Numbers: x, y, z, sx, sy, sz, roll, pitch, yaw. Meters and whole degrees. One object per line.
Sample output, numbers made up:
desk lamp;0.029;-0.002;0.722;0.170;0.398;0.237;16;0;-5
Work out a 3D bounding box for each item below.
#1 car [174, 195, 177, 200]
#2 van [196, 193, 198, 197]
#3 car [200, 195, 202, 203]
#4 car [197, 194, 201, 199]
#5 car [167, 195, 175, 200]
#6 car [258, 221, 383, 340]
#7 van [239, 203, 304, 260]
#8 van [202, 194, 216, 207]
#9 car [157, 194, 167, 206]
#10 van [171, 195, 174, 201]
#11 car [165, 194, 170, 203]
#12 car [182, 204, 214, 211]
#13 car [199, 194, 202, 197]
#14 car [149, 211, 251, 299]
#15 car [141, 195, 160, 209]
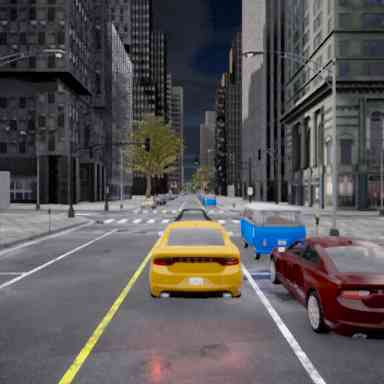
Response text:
car;-5.755;1.589;87.024;1.947;1.339;4.313;0;0;0
van;2.771;1.371;93.415;1.690;1.788;3.998;0;0;0
car;2.769;1.565;55.521;1.947;1.339;4.313;0;0;0
car;2.770;1.560;71.761;2.008;1.369;4.403;0;0;0
car;-5.755;1.554;92.144;1.752;1.417;4.829;0;0;0
car;2.781;1.542;6.599;1.887;1.381;4.507;0;0;0
van;2.783;1.336;12.124;1.690;1.788;3.998;0;0;0
van;2.770;1.338;50.109;1.690;1.788;3.998;0;0;0
car;-5.756;1.544;55.291;1.887;1.381;4.507;0;0;0
van;-5.755;1.354;76.447;1.690;1.788;3.998;0;0;0
car;-5.755;1.317;60.580;2.192;1.841;5.009;0;0;0
car;0.061;1.558;17.414;1.994;1.385;4.181;0;0;0
car;2.769;1.588;66.349;1.802;1.307;4.206;0;0;0
car;0.089;1.474;8.534;1.882;1.535;5.008;0;0;0
car;-5.762;1.521;44.541;1.752;1.417;4.829;0;0;0
